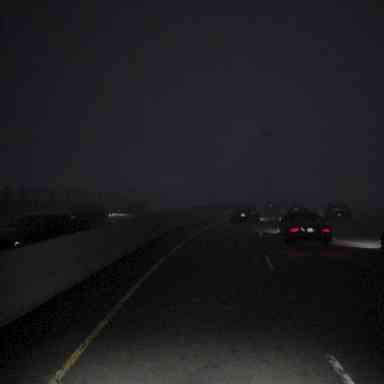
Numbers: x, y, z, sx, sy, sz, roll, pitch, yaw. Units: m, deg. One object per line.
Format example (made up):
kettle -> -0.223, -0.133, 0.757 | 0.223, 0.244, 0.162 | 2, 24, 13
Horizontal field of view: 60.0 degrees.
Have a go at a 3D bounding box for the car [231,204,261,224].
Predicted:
car -> 4.279, 1.653, 26.053 | 1.994, 1.385, 4.181 | 0, 0, 16

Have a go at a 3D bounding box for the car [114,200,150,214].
car -> -6.760, 1.665, 37.687 | 2.033, 1.411, 5.357 | 0, 0, 22

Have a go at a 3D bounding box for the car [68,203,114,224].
car -> -7.637, 1.546, 22.989 | 1.882, 1.535, 5.008 | 0, 0, 14

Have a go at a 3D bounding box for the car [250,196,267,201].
car -> 12.656, 1.552, 58.823 | 2.097, 1.767, 4.553 | 0, 0, 35

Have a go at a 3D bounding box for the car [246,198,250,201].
car -> 11.877, 1.765, 63.777 | 1.837, 1.490, 4.892 | 0, 0, 35

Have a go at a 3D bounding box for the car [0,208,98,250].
car -> -5.979, 1.586, 13.316 | 2.033, 1.411, 5.357 | 0, 0, 8

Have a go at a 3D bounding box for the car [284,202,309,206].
car -> 11.075, 1.686, 34.539 | 1.994, 1.385, 4.181 | 0, 0, 23

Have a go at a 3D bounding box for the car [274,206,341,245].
car -> 5.247, 1.604, 15.846 | 2.033, 1.411, 5.357 | 0, 0, 11

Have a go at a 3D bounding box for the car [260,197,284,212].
car -> 10.313, 1.646, 41.151 | 2.163, 1.488, 4.792 | 0, 0, 27

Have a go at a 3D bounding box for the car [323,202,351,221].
car -> 12.380, 1.595, 28.399 | 2.128, 1.511, 4.902 | 0, 0, 19

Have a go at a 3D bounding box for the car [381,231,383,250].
car -> 8.054, 1.569, 11.047 | 1.812, 1.442, 4.674 | 0, 0, 7
